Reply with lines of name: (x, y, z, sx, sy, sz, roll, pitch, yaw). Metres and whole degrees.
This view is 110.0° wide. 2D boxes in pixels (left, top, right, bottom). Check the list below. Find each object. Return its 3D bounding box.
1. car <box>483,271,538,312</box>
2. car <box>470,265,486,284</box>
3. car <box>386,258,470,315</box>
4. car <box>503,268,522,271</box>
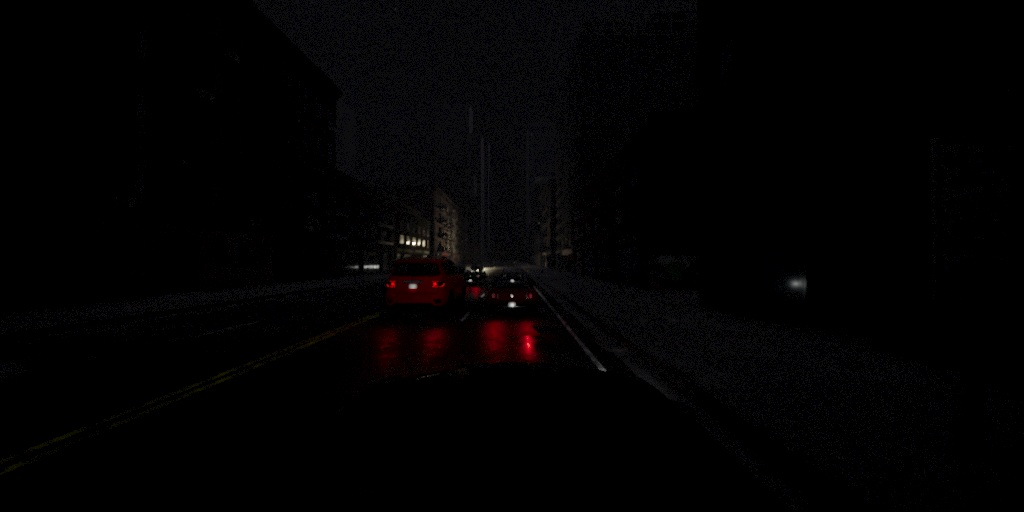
car: (0.019, 1.486, 15.099, 1.895, 1.301, 4.718, 0, -1, 0)
car: (-3.227, 1.637, 30.102, 1.895, 1.301, 4.718, 0, -1, 0)
car: (-3.237, 1.103, 14.437, 2.150, 2.045, 5.566, 0, 0, 0)
car: (0.023, 1.637, 30.097, 1.895, 1.301, 4.718, 0, -1, 0)
